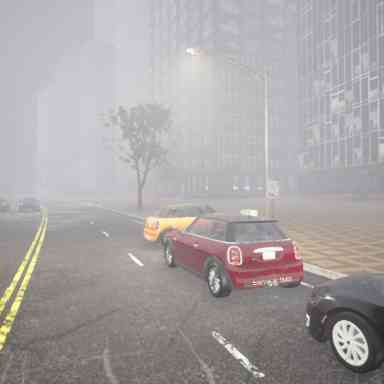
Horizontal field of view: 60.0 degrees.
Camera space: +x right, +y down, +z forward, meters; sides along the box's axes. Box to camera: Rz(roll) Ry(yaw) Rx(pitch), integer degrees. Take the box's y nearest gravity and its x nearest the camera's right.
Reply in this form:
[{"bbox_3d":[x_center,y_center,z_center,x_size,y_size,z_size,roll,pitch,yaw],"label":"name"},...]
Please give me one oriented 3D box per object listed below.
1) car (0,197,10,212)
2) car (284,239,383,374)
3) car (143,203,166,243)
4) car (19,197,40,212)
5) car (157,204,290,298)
[{"bbox_3d":[-22.131,1.385,37.968,2.097,1.767,4.553,0,0,-24],"label":"car"},{"bbox_3d":[3.576,1.505,3.492,1.837,1.490,4.892,0,0,-36],"label":"car"},{"bbox_3d":[0.236,1.277,14.550,4.553,1.767,2.097,-3,1,-23],"label":"car"},{"bbox_3d":[-19.173,1.387,39.315,2.097,1.767,4.553,0,0,-24],"label":"car"},{"bbox_3d":[0.798,1.354,8.934,2.097,1.767,4.553,0,0,-23],"label":"car"}]
